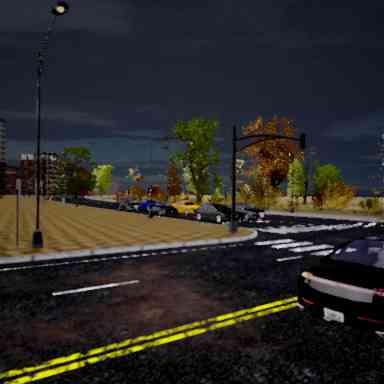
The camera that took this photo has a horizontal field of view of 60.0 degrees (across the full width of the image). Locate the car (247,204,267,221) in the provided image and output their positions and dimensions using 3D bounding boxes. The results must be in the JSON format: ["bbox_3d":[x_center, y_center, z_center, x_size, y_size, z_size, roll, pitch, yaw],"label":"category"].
[{"bbox_3d":[4.643,1.796,30.278,2.128,1.511,4.902,1,0,-32],"label":"car"}]

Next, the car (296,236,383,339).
[{"bbox_3d":[4.007,1.574,6.170,4.902,1.511,2.128,1,0,-35],"label":"car"}]

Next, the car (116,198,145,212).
[{"bbox_3d":[-8.537,1.821,45.353,2.128,1.511,4.902,1,0,-31],"label":"car"}]

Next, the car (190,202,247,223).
[{"bbox_3d":[2.109,1.780,28.203,1.837,1.490,4.892,1,0,-32],"label":"car"}]

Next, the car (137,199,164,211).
[{"bbox_3d":[-5.956,1.836,47.372,1.882,1.535,5.008,1,0,-31],"label":"car"}]

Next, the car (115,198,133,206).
[{"bbox_3d":[-13.880,1.988,67.727,2.033,1.411,5.357,1,0,-29],"label":"car"}]

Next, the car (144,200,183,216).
[{"bbox_3d":[-3.159,1.866,36.603,1.994,1.385,4.181,1,0,-32],"label":"car"}]

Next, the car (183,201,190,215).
[{"bbox_3d":[-0.640,1.810,38.714,1.882,1.535,5.008,1,0,-32],"label":"car"}]
